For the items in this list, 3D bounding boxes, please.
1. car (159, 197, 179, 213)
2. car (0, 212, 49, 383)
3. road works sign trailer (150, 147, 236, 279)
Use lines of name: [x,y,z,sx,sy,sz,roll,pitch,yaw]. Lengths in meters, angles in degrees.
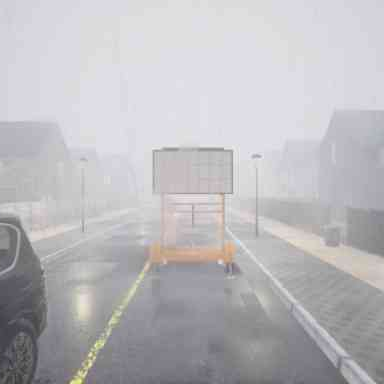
car: [-2.659,1.426,38.729,2.097,1.767,4.553,0,0,0]
car: [-2.848,1.221,1.902,2.150,2.045,5.566,0,0,0]
road works sign trailer: [0.029,0.465,10.062,2.380,3.560,2.880,0,0,1]
